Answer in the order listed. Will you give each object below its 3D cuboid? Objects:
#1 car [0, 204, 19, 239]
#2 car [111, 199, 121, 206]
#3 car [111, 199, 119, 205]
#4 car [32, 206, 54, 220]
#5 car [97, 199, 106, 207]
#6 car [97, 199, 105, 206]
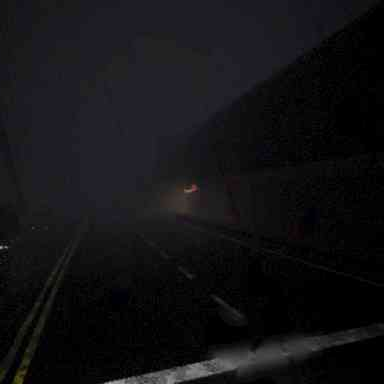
[{"bbox_3d":[-12.881,1.896,21.575,2.150,2.045,5.566,-3,0,-16],"label":"car"},{"bbox_3d":[-17.724,2.401,78.413,1.837,1.490,4.892,-3,0,-16],"label":"car"},{"bbox_3d":[-20.521,2.545,88.447,1.812,1.442,4.674,-3,0,-16],"label":"car"},{"bbox_3d":[-18.001,2.420,40.324,1.882,1.535,5.008,-3,0,-15],"label":"car"},{"bbox_3d":[-21.199,2.641,77.874,1.994,1.385,4.181,-3,0,-16],"label":"car"},{"bbox_3d":[-23.888,2.703,87.505,1.837,1.490,4.892,-3,0,-16],"label":"car"}]
